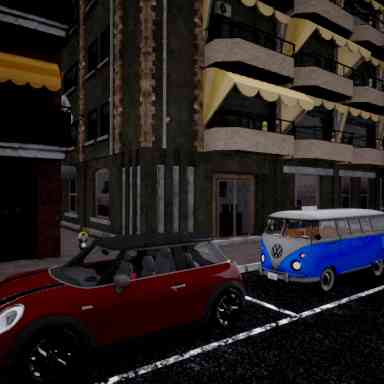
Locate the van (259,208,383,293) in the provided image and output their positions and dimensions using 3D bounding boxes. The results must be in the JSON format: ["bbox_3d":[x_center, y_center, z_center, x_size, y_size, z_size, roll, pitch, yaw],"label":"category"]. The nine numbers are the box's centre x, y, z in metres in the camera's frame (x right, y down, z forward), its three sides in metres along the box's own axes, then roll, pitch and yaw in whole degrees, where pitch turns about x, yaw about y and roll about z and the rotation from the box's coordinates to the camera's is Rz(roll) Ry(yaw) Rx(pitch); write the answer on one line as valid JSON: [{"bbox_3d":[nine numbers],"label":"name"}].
[{"bbox_3d":[3.494,1.343,8.582,3.998,1.788,1.690,0,0,-35],"label":"van"}]

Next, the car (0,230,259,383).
[{"bbox_3d":[-1.140,1.440,5.280,4.097,1.590,1.967,0,0,-35],"label":"car"}]
